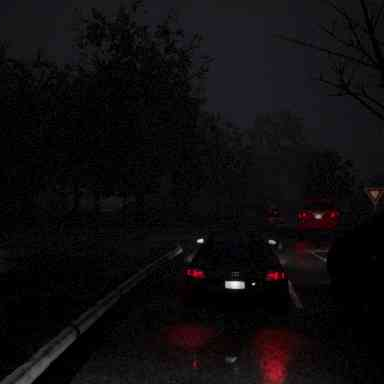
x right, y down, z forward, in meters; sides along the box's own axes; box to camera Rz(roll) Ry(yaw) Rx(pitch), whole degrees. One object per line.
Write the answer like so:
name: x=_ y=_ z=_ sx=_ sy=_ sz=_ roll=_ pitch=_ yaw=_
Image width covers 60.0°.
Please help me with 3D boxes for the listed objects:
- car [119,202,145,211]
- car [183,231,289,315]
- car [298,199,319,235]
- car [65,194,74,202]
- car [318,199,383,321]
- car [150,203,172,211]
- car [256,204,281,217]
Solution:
car: x=-10.699 y=2.523 z=59.655 sx=4.553 sy=1.767 sz=2.097 roll=0 pitch=-1 yaw=-2
car: x=1.013 y=1.597 z=7.757 sx=1.994 sy=1.385 sz=4.181 roll=0 pitch=0 yaw=8
car: x=7.520 y=1.417 z=19.665 sx=2.150 sy=2.045 sz=5.566 roll=-1 pitch=-1 yaw=21
car: x=-32.362 y=1.906 z=85.696 sx=1.946 sy=1.575 sz=5.366 roll=0 pitch=2 yaw=-12
car: x=3.872 y=1.234 z=5.025 sx=2.150 sy=2.045 sz=5.566 roll=0 pitch=0 yaw=5
car: x=-4.933 y=2.610 z=56.039 sx=4.674 sy=1.442 sz=1.812 roll=-1 pitch=-2 yaw=25
car: x=9.351 y=2.239 z=40.805 sx=1.812 sy=1.442 sz=4.674 roll=0 pitch=-2 yaw=-8
